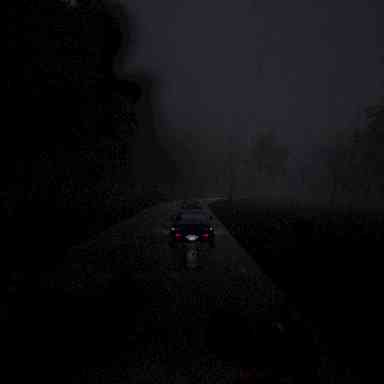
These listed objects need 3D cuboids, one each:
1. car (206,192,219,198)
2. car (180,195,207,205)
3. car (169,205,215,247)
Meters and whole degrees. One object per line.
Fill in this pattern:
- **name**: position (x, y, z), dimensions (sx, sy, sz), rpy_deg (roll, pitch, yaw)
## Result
- **car**: position (4.756, 0.731, 77.337), dimensions (2.033, 1.411, 5.357), rpy_deg (-1, 0, 24)
- **car**: position (-0.006, 1.306, 29.662), dimensions (2.128, 1.511, 4.902), rpy_deg (0, 0, 0)
- **car**: position (0.000, 1.506, 14.652), dimensions (1.812, 1.442, 4.674), rpy_deg (0, 0, 0)
